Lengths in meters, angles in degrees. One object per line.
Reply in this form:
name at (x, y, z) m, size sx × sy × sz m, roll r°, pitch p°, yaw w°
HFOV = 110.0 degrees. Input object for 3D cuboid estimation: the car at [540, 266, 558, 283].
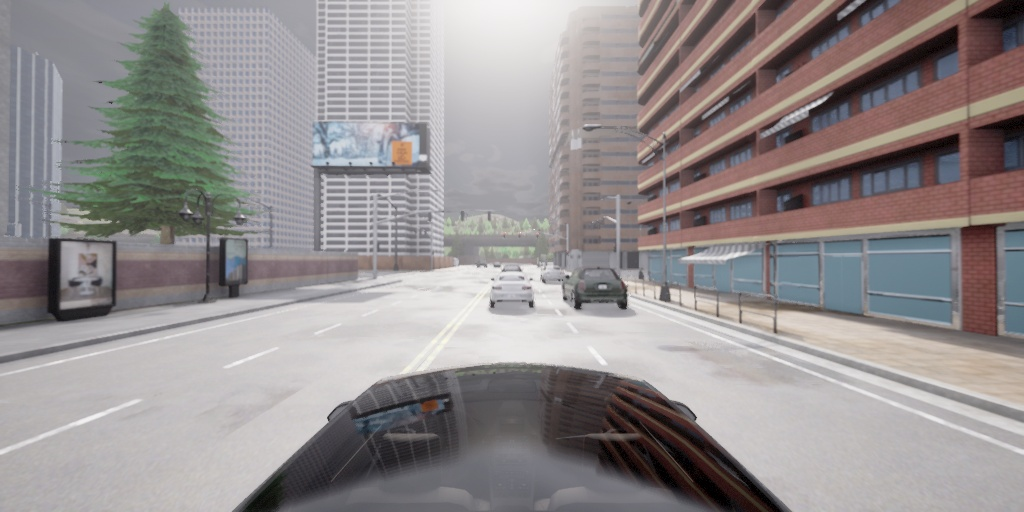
car at (3.525, 1.567, 31.221) m, size 1.812 × 1.442 × 4.674 m, roll 0°, pitch 0°, yaw 1°

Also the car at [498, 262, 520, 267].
car at (-0.018, 1.520, 31.319) m, size 1.882 × 1.535 × 5.008 m, roll 0°, pitch 0°, yaw 0°

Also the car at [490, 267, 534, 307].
car at (0.000, 1.419, 16.229) m, size 1.812 × 1.442 × 4.674 m, roll 0°, pitch 0°, yaw 0°

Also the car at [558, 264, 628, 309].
car at (3.498, 1.241, 15.933) m, size 2.097 × 1.767 × 4.553 m, roll 0°, pitch -1°, yaw 0°
